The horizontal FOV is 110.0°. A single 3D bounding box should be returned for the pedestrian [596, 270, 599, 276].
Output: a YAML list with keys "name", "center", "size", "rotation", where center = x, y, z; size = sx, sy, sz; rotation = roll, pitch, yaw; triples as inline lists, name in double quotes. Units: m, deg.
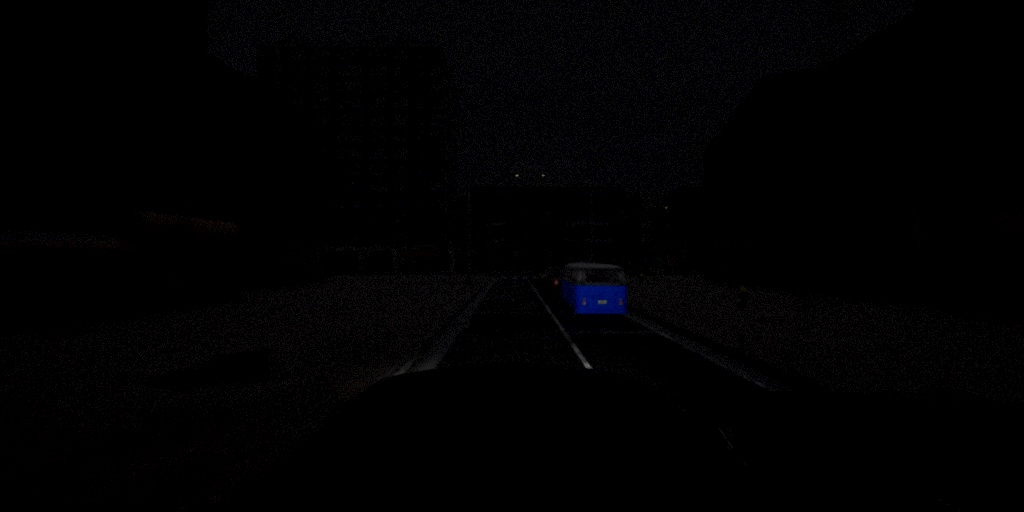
- name: "pedestrian"
  center: [8.037, 1.379, 33.726]
  size: [0.500, 1.100, 0.500]
  rotation: [0, -1, 0]

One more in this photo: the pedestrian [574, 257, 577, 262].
- name: "pedestrian"
  center: [6.037, 0.986, 34.332]
  size: [0.375, 1.860, 0.375]
  rotation: [0, -1, 0]

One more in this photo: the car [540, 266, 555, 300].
- name: "car"
  center: [2.652, 1.237, 17.799]
  size: [1.967, 1.591, 4.097]
  rotation: [0, 0, 0]

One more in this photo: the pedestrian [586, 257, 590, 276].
- name: "pedestrian"
  center: [7.036, 0.991, 33.131]
  size: [0.375, 1.860, 0.375]
  rotation: [0, -1, 0]

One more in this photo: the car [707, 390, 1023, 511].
- name: "car"
  center: [2.639, 1.315, 1.487]
  size: [1.948, 1.339, 4.313]
  rotation: [0, 0, 0]

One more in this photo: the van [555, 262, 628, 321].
- name: "van"
  center: [2.647, 1.120, 12.362]
  size: [1.690, 1.789, 3.998]
  rotation: [0, 0, 0]
